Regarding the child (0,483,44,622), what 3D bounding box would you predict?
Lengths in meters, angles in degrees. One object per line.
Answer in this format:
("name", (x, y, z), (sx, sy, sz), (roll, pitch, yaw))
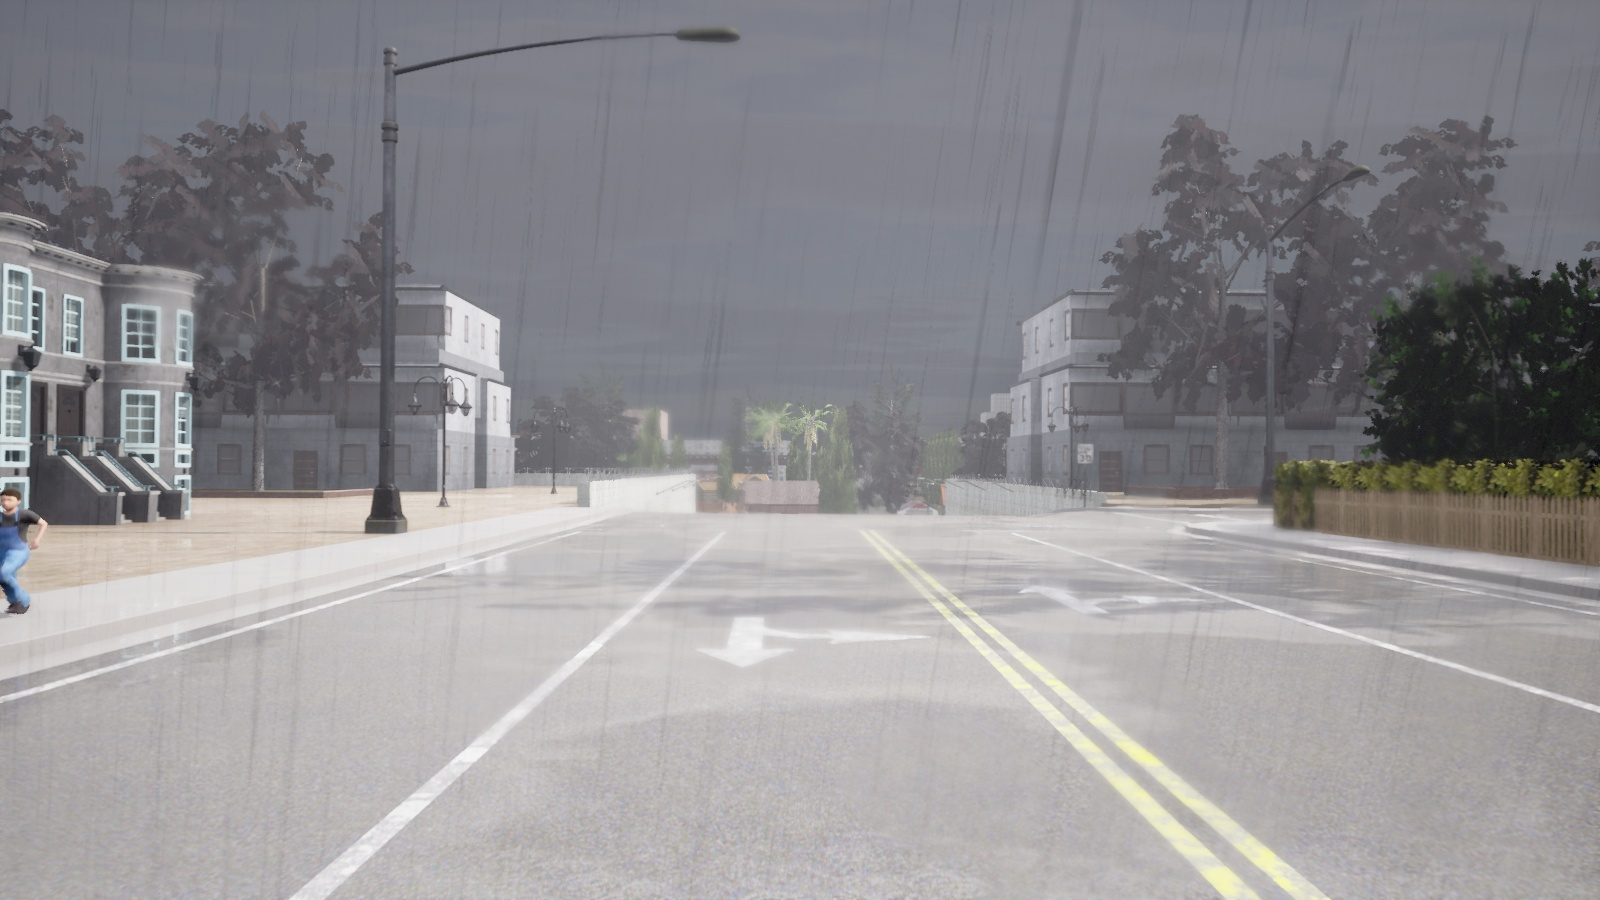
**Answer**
("child", (-7.289, 0.942, 11.664), (0.270, 1.263, 0.437), (0, -1, -1))
